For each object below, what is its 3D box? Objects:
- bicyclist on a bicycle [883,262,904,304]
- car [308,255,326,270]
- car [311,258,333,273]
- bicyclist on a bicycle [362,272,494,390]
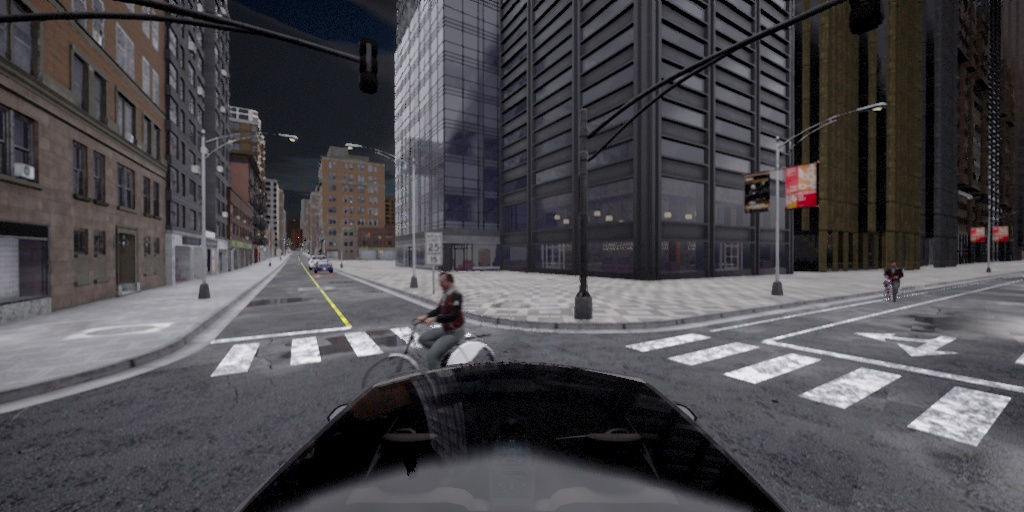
[{"bbox_3d":[16.030,1.131,15.122,1.843,1.776,0.659,1,0,-31],"label":"bicyclist on a bicycle"},{"bbox_3d":[-27.312,0.912,50.509,2.150,2.045,5.566,0,1,-31],"label":"car"},{"bbox_3d":[-22.166,1.255,42.120,1.812,1.442,4.674,0,0,-31],"label":"car"},{"bbox_3d":[-1.067,1.103,4.859,1.843,1.776,0.659,0,0,-31],"label":"bicyclist on a bicycle"}]
